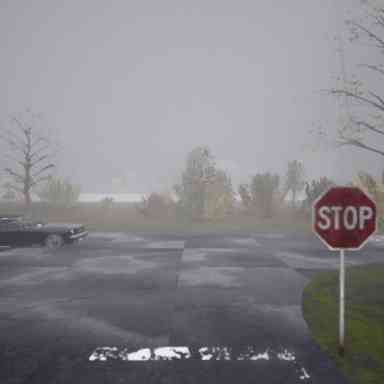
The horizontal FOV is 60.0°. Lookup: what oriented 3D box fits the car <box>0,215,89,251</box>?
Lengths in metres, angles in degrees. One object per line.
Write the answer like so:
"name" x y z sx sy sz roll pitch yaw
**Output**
"car" -6.700 1.580 13.380 4.718 1.301 1.895 0 0 0
